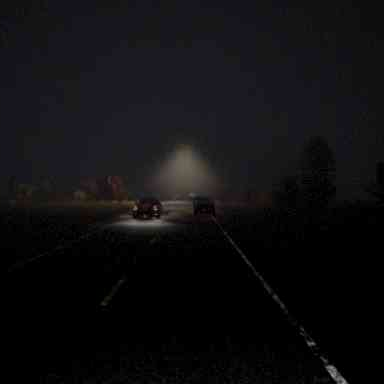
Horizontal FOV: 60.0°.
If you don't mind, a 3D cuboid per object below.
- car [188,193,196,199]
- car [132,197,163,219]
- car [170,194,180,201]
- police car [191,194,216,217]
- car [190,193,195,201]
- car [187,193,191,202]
[{"bbox_3d":[0.050,1.025,80.995,1.812,1.442,4.674,0,0,0],"label":"car"},{"bbox_3d":[-3.577,1.230,27.594,2.097,1.767,4.553,0,0,0],"label":"car"},{"bbox_3d":[-3.451,1.137,68.811,2.128,1.511,4.902,0,0,0],"label":"car"},{"bbox_3d":[1.072,1.289,30.264,1.930,1.638,5.238,0,0,0],"label":"police car"},{"bbox_3d":[1.083,1.252,46.157,1.882,1.535,5.008,0,0,0],"label":"car"},{"bbox_3d":[0.047,1.146,64.526,2.128,1.511,4.902,0,0,0],"label":"car"}]
